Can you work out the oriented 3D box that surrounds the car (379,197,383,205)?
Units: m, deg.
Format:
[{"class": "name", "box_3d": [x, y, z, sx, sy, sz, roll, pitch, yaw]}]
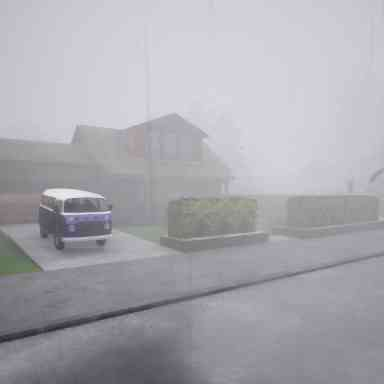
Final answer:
[{"class": "car", "box_3d": [24.678, 0.985, 41.429, 3.866, 1.878, 1.905, 0, 0, 0]}]
